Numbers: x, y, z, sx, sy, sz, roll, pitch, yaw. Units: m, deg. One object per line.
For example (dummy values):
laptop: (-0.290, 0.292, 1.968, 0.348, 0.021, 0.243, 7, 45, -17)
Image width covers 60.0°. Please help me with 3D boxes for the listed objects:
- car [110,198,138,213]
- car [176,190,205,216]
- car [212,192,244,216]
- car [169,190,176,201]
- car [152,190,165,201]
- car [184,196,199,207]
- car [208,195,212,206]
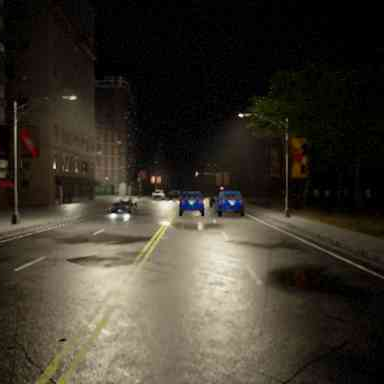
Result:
car: (-6.535, 1.272, 32.777, 2.033, 1.411, 5.357, 0, 0, 0)
car: (-0.020, 0.976, 29.462, 2.150, 2.045, 5.566, 0, 1, 0)
car: (3.228, 0.978, 29.267, 2.150, 2.045, 5.566, 0, 1, 0)
car: (-3.320, 0.648, 65.508, 2.150, 2.045, 5.566, 0, 1, 0)
car: (-6.569, 0.648, 65.505, 2.150, 2.045, 5.566, 0, 1, 0)
car: (0.011, 1.223, 44.552, 1.895, 1.301, 4.718, 0, 1, 0)
car: (3.263, 1.125, 44.925, 1.837, 1.490, 4.892, 0, 1, 0)
